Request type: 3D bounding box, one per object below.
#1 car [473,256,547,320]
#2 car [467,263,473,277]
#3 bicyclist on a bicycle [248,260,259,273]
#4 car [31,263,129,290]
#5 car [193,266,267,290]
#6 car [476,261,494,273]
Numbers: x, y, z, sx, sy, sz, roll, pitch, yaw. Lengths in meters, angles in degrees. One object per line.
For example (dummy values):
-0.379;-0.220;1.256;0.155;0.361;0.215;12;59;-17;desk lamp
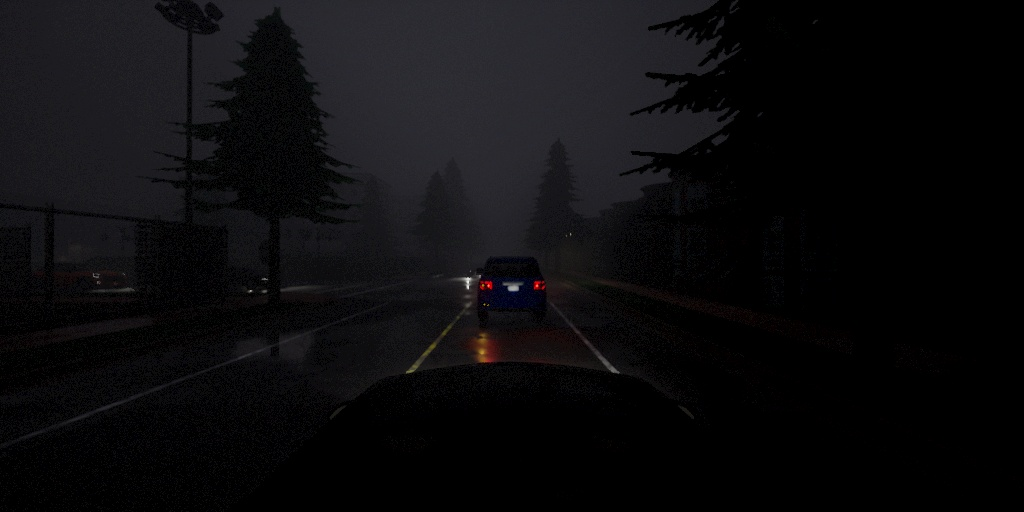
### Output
-0.107;1.030;13.053;2.150;2.045;5.566;0;0;-3;car
-3.624;1.432;37.776;1.837;1.490;4.892;0;0;0;car
-23.295;1.223;32.296;0.582;1.620;1.656;0;0;0;bicyclist on a bicycle
-28.001;1.231;23.360;4.553;1.767;2.097;0;0;1;car
-17.841;1.383;23.290;4.892;1.490;1.837;0;0;0;car
-3.631;1.477;49.606;2.128;1.511;4.902;0;0;0;car
